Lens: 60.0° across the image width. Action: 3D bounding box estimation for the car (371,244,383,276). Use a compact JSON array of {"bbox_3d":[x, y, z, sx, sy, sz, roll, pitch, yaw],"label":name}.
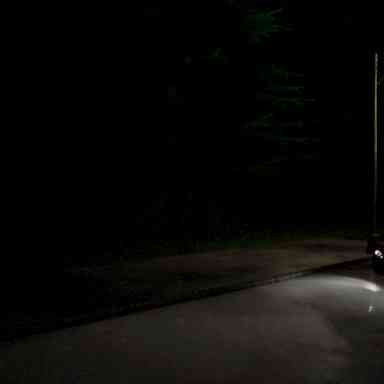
[{"bbox_3d":[7.104,1.647,9.664,4.674,1.442,1.812,1,0,-35],"label":"car"}]
